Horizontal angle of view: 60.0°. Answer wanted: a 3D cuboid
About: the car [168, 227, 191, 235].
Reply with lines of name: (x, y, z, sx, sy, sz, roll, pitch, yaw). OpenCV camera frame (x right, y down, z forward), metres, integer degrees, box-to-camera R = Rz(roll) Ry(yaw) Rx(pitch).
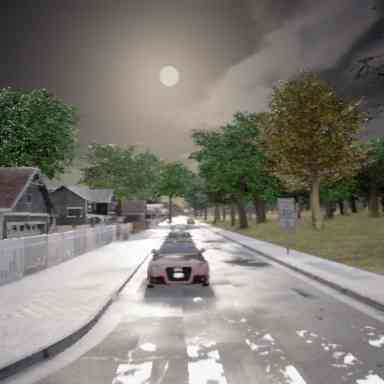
car: (-0.830, 3.246, 21.872, 1.895, 1.301, 4.718, -1, -4, -2)

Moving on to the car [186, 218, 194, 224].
car: (-0.529, 8.089, 93.112, 2.033, 1.411, 5.357, -1, -4, -2)

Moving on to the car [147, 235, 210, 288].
car: (-0.485, 2.463, 11.968, 1.994, 1.385, 4.181, -1, -4, -3)

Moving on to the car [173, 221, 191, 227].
car: (-1.322, 4.217, 36.084, 1.812, 1.442, 4.674, -1, -4, -2)

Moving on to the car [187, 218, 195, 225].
car: (-0.155, 7.493, 82.716, 2.128, 1.511, 4.902, -1, -4, -2)
